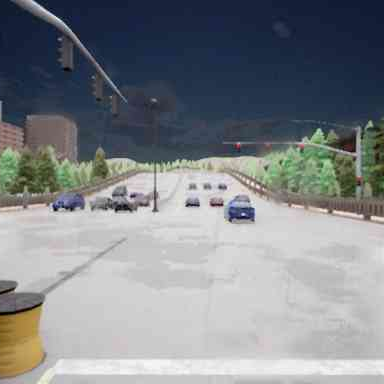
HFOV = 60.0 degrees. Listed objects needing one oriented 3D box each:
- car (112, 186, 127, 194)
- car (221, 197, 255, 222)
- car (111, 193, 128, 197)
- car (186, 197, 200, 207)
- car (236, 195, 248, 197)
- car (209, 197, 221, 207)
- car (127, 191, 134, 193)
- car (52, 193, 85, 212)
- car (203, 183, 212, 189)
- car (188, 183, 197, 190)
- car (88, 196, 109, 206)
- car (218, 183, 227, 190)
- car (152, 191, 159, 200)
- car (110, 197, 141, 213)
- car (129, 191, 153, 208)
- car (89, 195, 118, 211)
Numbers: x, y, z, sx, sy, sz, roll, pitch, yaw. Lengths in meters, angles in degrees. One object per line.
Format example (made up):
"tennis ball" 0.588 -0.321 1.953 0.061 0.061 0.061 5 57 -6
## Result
"car" -13.954 -0.025 64.371 2.150 2.045 5.566 0 6 1
"car" 3.603 1.415 25.813 1.882 1.535 5.008 0 0 0
"car" -10.574 1.345 48.462 1.994 1.385 4.181 0 2 0
"car" 0.108 1.350 48.434 1.994 1.385 4.181 0 2 0
"car" 7.108 1.162 47.592 2.097 1.767 4.553 0 2 0
"car" 3.610 1.346 48.569 1.994 1.385 4.181 0 2 0
"car" -10.473 0.530 62.565 1.895 1.301 4.718 0 5 1
"car" -14.087 1.125 38.402 2.150 2.045 5.566 0 0 0
"car" 3.655 -1.467 78.911 2.033 1.411 5.357 0 7 0
"car" 0.153 -1.414 78.517 2.033 1.411 5.357 0 7 0
"car" -14.059 1.320 50.298 1.895 1.301 4.718 0 2 0
"car" 7.153 -1.475 78.469 1.882 1.535 5.008 0 7 0
"car" -7.020 0.658 59.773 2.128 1.511 4.902 0 4 1
"car" -7.087 1.509 36.108 1.895 1.301 4.718 0 0 0
"car" -7.074 1.192 46.158 2.097 1.767 4.553 0 1 0
"car" -10.577 1.402 39.459 1.837 1.490 4.892 0 0 0
